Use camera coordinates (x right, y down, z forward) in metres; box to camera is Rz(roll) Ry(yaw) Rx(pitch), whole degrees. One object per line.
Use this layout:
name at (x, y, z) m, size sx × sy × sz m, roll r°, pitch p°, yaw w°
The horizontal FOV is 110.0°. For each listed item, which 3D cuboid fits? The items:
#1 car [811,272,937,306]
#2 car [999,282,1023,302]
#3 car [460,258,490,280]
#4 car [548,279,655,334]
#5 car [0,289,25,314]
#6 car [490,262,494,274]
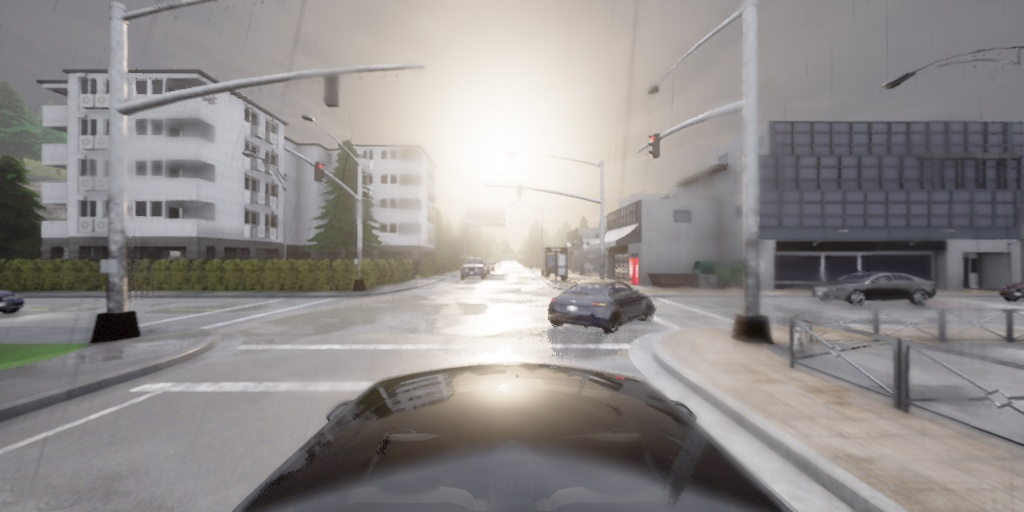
car at (17.064, 1.515, 17.059) m, size 4.902 × 1.511 × 2.128 m, roll 0°, pitch 0°, yaw 0°
car at (26.429, 1.550, 17.079) m, size 4.674 × 1.442 × 1.812 m, roll 0°, pitch 0°, yaw 0°
car at (-3.605, 1.180, 34.602) m, size 2.150 × 2.045 × 5.566 m, roll 0°, pitch 0°, yaw 0°
car at (2.909, 1.426, 11.297) m, size 1.994 × 1.385 × 4.181 m, roll 0°, pitch -1°, yaw 39°
car at (-21.213, 1.525, 13.255) m, size 4.674 × 1.442 × 1.812 m, roll 0°, pitch 0°, yaw 0°
car at (-3.595, 1.621, 44.492) m, size 1.895 × 1.301 × 4.718 m, roll 0°, pitch 0°, yaw 0°
